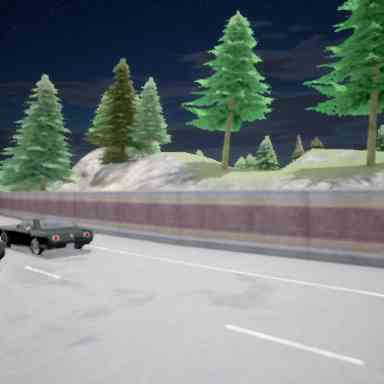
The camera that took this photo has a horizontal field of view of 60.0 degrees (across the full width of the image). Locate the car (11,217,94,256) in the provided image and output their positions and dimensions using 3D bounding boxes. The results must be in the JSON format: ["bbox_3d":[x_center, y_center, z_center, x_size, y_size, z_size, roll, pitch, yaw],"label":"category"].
[{"bbox_3d":[-6.095,1.663,13.585,4.718,1.301,1.895,0,0,41],"label":"car"}]

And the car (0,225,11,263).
[{"bbox_3d":[-7.620,1.651,10.279,4.718,1.301,1.895,0,0,41],"label":"car"}]
